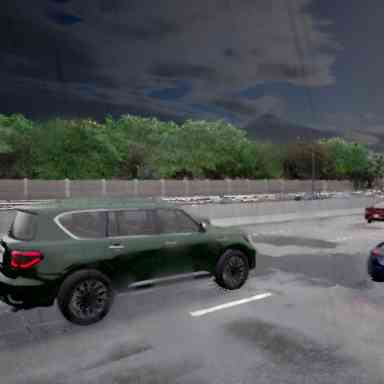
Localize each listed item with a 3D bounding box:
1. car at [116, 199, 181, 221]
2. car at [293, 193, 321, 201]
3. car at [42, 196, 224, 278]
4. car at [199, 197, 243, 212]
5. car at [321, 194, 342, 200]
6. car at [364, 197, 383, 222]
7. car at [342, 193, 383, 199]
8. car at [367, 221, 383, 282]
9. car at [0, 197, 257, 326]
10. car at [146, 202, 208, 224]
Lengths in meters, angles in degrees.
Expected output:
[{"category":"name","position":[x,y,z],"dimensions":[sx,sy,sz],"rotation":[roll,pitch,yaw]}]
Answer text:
[{"category":"car","position":[-3.503,1.389,27.260],"dimensions":[5.008,1.535,1.882],"rotation":[-1,0,-35]},{"category":"car","position":[17.868,0.897,50.777],"dimensions":[5.357,1.411,2.033],"rotation":[-2,1,-35]},{"category":"car","position":[-1.770,1.188,11.076],"dimensions":[5.566,2.045,2.150],"rotation":[0,0,-35]},{"category":"car","position":[3.204,1.316,36.283],"dimensions":[4.674,1.442,1.812],"rotation":[-1,1,-35]},{"category":"car","position":[19.280,0.963,43.251],"dimensions":[4.674,1.442,1.812],"rotation":[-2,1,-35]},{"category":"car","position":[13.258,1.273,21.724],"dimensions":[5.008,1.535,1.882],"rotation":[-1,1,-35]},{"category":"car","position":[20.511,0.957,39.850],"dimensions":[4.892,1.490,1.837],"rotation":[-6,3,-34]},{"category":"car","position":[6.221,1.500,8.291],"dimensions":[4.181,1.385,1.994],"rotation":[0,0,-35]},{"category":"car","position":[-1.080,1.200,7.272],"dimensions":[5.566,2.045,2.150],"rotation":[0,0,-35]},{"category":"car","position":[-1.098,1.472,24.673],"dimensions":[4.181,1.385,1.994],"rotation":[-1,0,-35]}]
